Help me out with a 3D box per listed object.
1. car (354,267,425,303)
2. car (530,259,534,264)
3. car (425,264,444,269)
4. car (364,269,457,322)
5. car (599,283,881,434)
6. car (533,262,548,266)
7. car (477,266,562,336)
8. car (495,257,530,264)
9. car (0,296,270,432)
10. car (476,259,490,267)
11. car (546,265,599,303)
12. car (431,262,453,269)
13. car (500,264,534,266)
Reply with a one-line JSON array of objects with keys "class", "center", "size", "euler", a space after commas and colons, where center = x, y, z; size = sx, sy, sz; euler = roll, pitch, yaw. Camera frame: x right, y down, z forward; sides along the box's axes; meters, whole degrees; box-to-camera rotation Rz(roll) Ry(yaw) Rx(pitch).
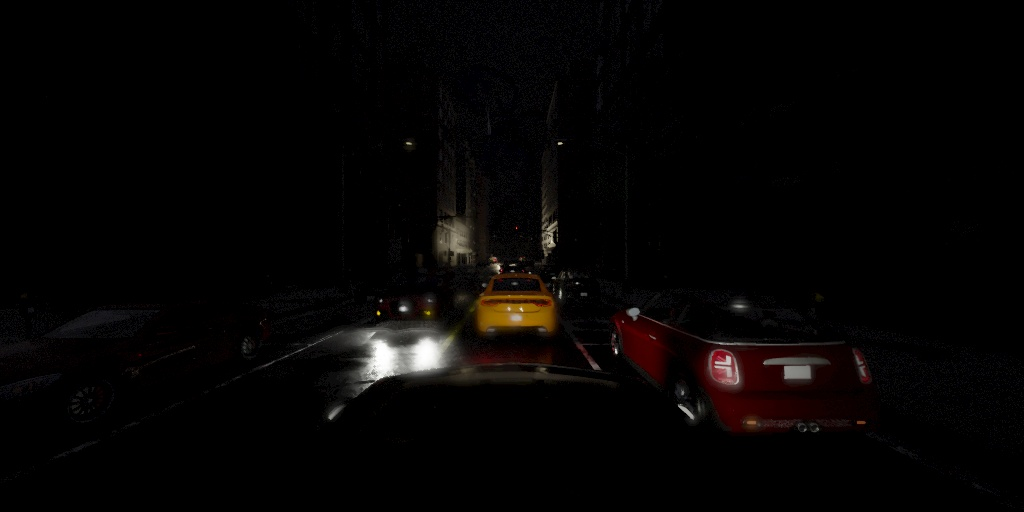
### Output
[{"class": "car", "center": [-5.640, 1.316, 16.546], "size": [1.948, 1.339, 4.313], "euler": [0, 0, 0]}, {"class": "car", "center": [3.012, 1.232, 64.621], "size": [1.967, 1.591, 4.097], "euler": [0, 0, 0]}, {"class": "car", "center": [-5.630, 1.333, 22.047], "size": [1.802, 1.307, 4.207], "euler": [0, 0, 0]}, {"class": "car", "center": [-3.074, 1.314, 12.157], "size": [1.994, 1.385, 4.181], "euler": [0, 0, 0]}, {"class": "car", "center": [2.864, 1.190, 5.526], "size": [1.967, 1.591, 4.097], "euler": [0, 0, 0]}, {"class": "car", "center": [2.906, 1.318, 27.532], "size": [1.948, 1.339, 4.313], "euler": [0, 0, 0]}, {"class": "car", "center": [0.114, 1.228, 10.414], "size": [1.882, 1.535, 5.008], "euler": [0, 0, 0]}, {"class": "car", "center": [0.080, 1.105, 28.135], "size": [2.097, 1.767, 4.553], "euler": [0, 0, 1]}, {"class": "car", "center": [-5.661, 1.332, 5.543], "size": [1.802, 1.307, 4.207], "euler": [0, 0, 0]}, {"class": "car", "center": [-5.513, 1.374, 64.650], "size": [1.802, 1.307, 4.207], "euler": [0, 0, 0]}, {"class": "car", "center": [2.885, 1.301, 16.529], "size": [2.007, 1.370, 4.403], "euler": [0, 0, 0]}, {"class": "car", "center": [-5.619, 1.192, 27.548], "size": [1.967, 1.591, 4.097], "euler": [0, 0, 0]}, {"class": "car", "center": [0.135, 1.315, 19.403], "size": [1.994, 1.385, 4.181], "euler": [0, 0, 0]}]
